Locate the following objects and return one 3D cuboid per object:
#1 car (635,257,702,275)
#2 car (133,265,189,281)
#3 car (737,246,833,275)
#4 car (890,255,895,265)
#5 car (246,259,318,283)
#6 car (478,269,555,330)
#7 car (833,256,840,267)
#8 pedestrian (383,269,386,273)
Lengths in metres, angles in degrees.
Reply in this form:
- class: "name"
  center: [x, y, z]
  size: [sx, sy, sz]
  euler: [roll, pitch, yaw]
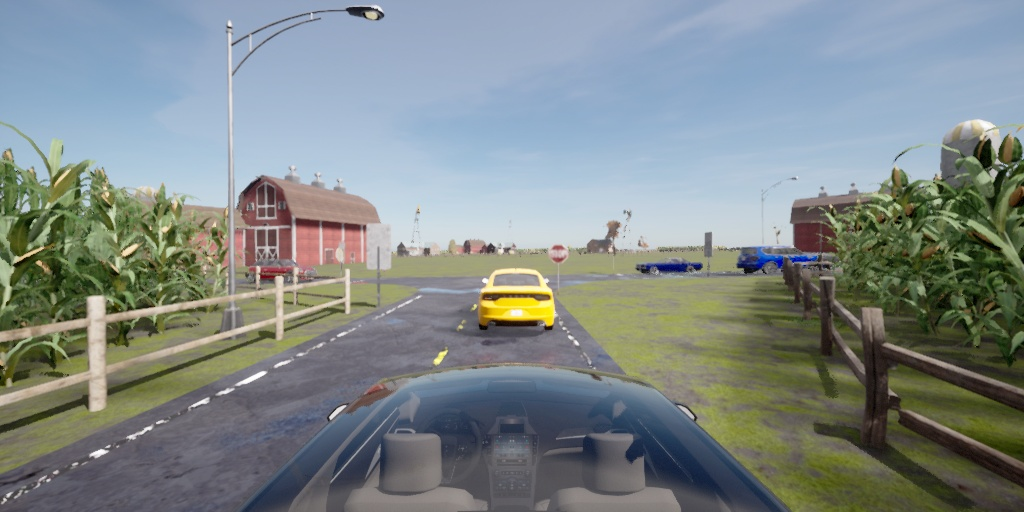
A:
- class: "car"
  center: [12.210, 0.771, 28.208]
  size: [4.718, 1.301, 1.895]
  euler: [-1, 0, -5]
- class: "car"
  center: [-26.645, 1.353, 27.069]
  size: [5.357, 1.411, 2.033]
  euler: [-1, 0, 8]
- class: "car"
  center: [19.233, 0.283, 25.803]
  size: [5.566, 2.045, 2.150]
  euler: [-1, 0, -3]
- class: "car"
  center: [34.375, 0.245, 30.631]
  size: [4.902, 1.511, 2.128]
  euler: [-1, 0, -9]
- class: "car"
  center: [-16.526, 1.005, 25.906]
  size: [4.553, 1.767, 2.097]
  euler: [-1, 0, 6]
- class: "car"
  center: [0.110, 1.105, 10.624]
  size: [1.882, 1.535, 5.008]
  euler: [0, 1, 0]
- class: "car"
  center: [23.958, 0.447, 29.212]
  size: [4.902, 1.511, 2.128]
  euler: [-1, 0, -7]
- class: "pedestrian"
  center: [-11.153, 1.209, 31.375]
  size: [0.500, 1.100, 0.500]
  euler: [0, 1, 4]
